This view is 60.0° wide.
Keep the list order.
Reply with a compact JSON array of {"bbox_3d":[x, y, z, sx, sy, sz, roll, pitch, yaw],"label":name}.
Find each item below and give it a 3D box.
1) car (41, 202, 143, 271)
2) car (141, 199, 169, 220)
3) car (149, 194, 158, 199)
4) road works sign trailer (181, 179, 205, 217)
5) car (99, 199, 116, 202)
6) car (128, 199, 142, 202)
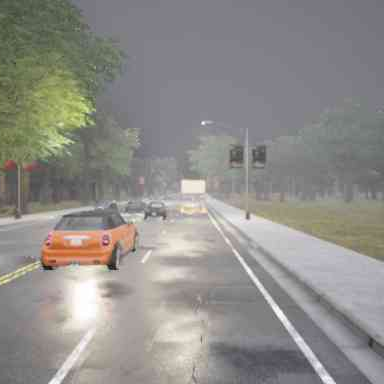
[{"bbox_3d":[-3.130,1.381,11.130,2.097,1.767,4.553,0,0,0],"label":"car"},{"bbox_3d":[-3.051,1.592,29.148,1.812,1.442,4.674,0,0,0],"label":"car"},{"bbox_3d":[-9.099,1.349,79.290,1.837,1.490,4.892,0,0,1],"label":"car"},{"bbox_3d":[0.115,0.535,32.543,2.380,3.560,2.880,0,0,0],"label":"road works sign trailer"},{"bbox_3d":[-9.681,1.568,37.615,2.128,1.511,4.902,0,0,1],"label":"car"},{"bbox_3d":[-6.431,1.581,37.706,1.837,1.490,4.892,0,0,1],"label":"car"}]
